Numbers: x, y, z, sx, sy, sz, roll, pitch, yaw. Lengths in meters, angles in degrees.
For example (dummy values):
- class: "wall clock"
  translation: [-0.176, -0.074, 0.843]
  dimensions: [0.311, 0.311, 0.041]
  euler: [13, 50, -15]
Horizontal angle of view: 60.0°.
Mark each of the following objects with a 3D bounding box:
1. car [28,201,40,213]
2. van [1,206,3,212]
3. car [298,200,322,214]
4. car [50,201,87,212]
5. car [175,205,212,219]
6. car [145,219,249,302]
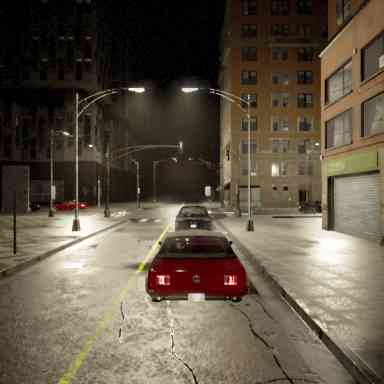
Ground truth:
- class: "car"
  translation: [-20.181, 1.725, 39.226]
  dimensions: [4.313, 1.339, 1.947]
  euler: [0, 0, 0]
- class: "van"
  translation: [-20.169, 1.425, 30.702]
  dimensions: [3.998, 1.788, 1.690]
  euler: [0, 0, 0]
- class: "car"
  translation: [12.057, 1.415, 30.720]
  dimensions: [4.313, 1.339, 1.947]
  euler: [0, 0, 0]
- class: "car"
  translation: [-14.532, 1.701, 39.229]
  dimensions: [4.206, 1.307, 1.802]
  euler: [0, 0, 0]
- class: "car"
  translation: [0.069, 1.474, 18.331]
  dimensions: [1.882, 1.535, 5.008]
  euler: [0, 0, 0]
- class: "car"
  translation: [0.086, 1.601, 8.183]
  dimensions: [1.895, 1.301, 4.718]
  euler: [0, 0, 0]
